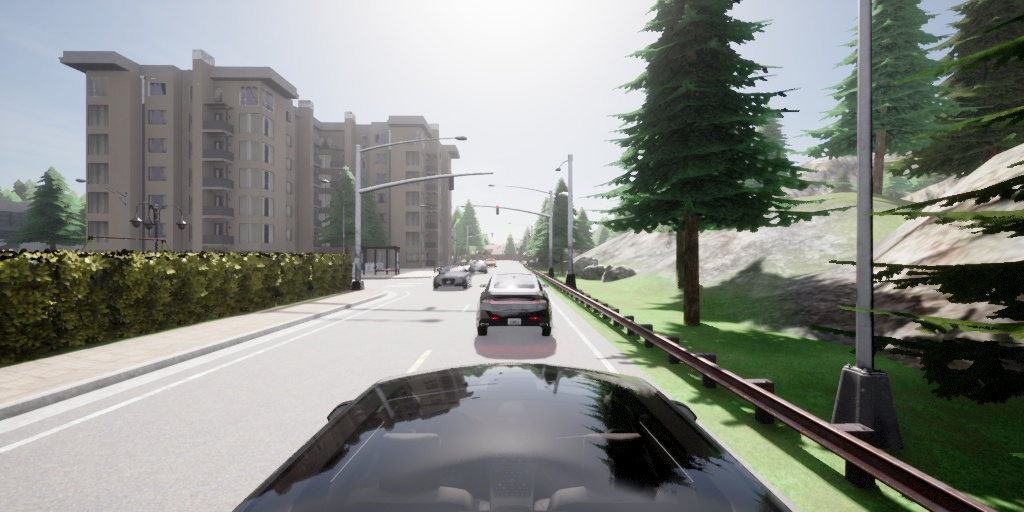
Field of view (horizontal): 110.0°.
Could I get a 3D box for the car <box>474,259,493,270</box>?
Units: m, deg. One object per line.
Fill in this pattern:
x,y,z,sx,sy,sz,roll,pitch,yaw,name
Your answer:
-3.674,1.241,40.156,2.128,1.511,4.902,0,0,0,car

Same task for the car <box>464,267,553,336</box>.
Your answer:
0.062,1.242,10.370,2.128,1.511,4.902,0,0,0,car

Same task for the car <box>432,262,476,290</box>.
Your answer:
-3.631,1.310,22.433,1.994,1.385,4.181,0,0,0,car

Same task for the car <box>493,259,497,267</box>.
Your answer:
-3.664,1.227,61.381,1.882,1.535,5.008,0,0,0,car
